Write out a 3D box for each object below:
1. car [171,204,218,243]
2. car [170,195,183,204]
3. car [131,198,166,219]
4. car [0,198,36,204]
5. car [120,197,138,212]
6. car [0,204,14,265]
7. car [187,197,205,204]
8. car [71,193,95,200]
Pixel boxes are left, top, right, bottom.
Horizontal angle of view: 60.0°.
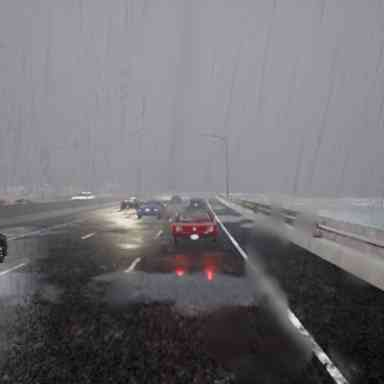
[{"bbox_3d":[0.128,1.473,15.327,1.895,1.301,4.718,-1,0,1],"label":"car"},{"bbox_3d":[-2.559,1.167,54.558,1.812,1.442,4.674,-1,0,2],"label":"car"},{"bbox_3d":[-3.227,1.384,27.098,2.033,1.411,5.357,-1,0,1],"label":"car"},{"bbox_3d":[-20.634,1.536,40.021,1.837,1.490,4.892,-1,0,2],"label":"car"},{"bbox_3d":[-6.544,1.317,36.404,2.128,1.511,4.902,-1,0,1],"label":"car"},{"bbox_3d":[-6.914,1.388,8.754,2.097,1.767,4.553,-1,0,0],"label":"car"},{"bbox_3d":[0.474,1.272,37.093,1.994,1.385,4.181,-1,0,1],"label":"car"},{"bbox_3d":[-16.772,1.117,51.464,2.150,2.045,5.566,-1,0,2],"label":"car"}]
